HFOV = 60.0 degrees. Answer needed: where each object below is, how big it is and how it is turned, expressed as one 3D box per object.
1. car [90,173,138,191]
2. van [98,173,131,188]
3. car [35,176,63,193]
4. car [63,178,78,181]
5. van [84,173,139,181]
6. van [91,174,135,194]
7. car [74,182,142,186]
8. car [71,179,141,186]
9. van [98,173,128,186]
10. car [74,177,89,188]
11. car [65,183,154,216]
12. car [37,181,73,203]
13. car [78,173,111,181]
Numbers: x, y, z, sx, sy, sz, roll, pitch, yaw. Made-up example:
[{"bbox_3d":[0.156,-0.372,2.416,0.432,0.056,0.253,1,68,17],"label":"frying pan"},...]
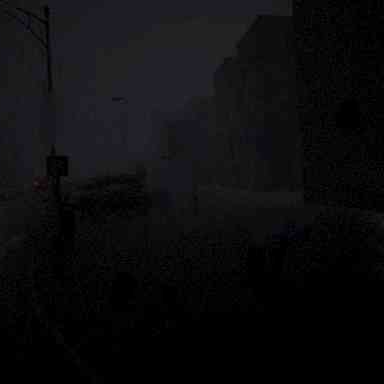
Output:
[{"bbox_3d":[-10.258,-1.366,43.844,5.566,2.045,2.435,-4,5,-33],"label":"car"},{"bbox_3d":[-11.580,-1.745,49.810,4.442,1.987,1.878,-4,5,-33],"label":"van"},{"bbox_3d":[-18.433,-1.021,42.458,2.150,2.045,5.566,-3,4,-13],"label":"car"},{"bbox_3d":[-15.146,-0.871,43.159,1.812,1.442,4.674,-3,4,-13],"label":"car"},{"bbox_3d":[-6.692,-0.346,29.103,4.442,1.987,1.878,-4,5,-33],"label":"van"},{"bbox_3d":[-8.978,-0.933,37.843,4.442,1.987,1.878,-4,5,-33],"label":"van"},{"bbox_3d":[-5.386,0.325,23.140,4.674,1.452,2.002,-4,5,-33],"label":"car"},{"bbox_3d":[-6.241,0.092,25.993,5.366,1.575,1.946,-4,5,-33],"label":"car"},{"bbox_3d":[-13.166,-2.132,55.591,4.442,1.987,1.878,-4,5,-33],"label":"van"},{"bbox_3d":[-17.738,-1.581,53.709,1.812,1.442,4.674,-3,4,-13],"label":"car"},{"bbox_3d":[-4.700,0.486,20.181,4.892,1.521,2.231,-4,5,-33],"label":"car"},{"bbox_3d":[-11.820,0.077,29.120,1.812,1.442,4.674,-3,4,-14],"label":"car"},{"bbox_3d":[-7.507,-0.563,31.973,5.566,2.045,2.435,-4,5,-33],"label":"car"}]
